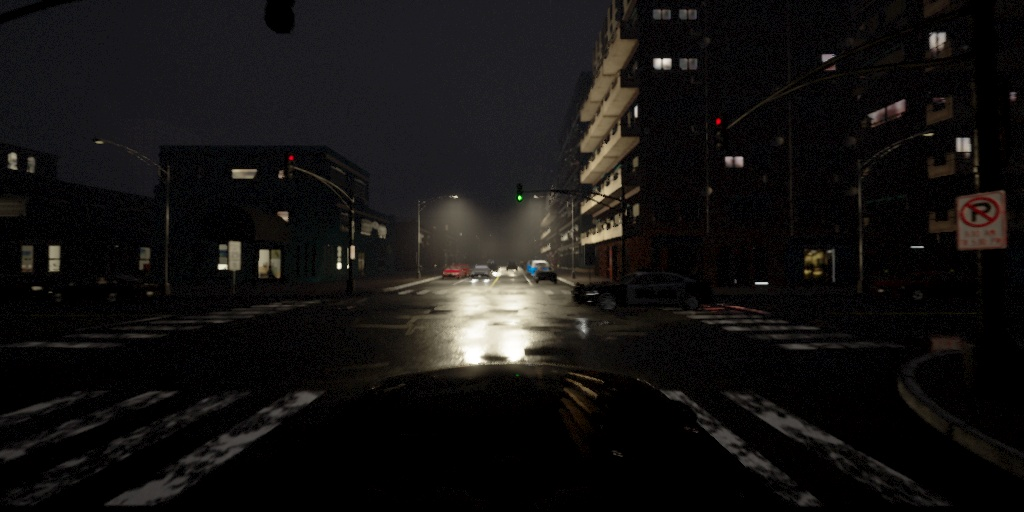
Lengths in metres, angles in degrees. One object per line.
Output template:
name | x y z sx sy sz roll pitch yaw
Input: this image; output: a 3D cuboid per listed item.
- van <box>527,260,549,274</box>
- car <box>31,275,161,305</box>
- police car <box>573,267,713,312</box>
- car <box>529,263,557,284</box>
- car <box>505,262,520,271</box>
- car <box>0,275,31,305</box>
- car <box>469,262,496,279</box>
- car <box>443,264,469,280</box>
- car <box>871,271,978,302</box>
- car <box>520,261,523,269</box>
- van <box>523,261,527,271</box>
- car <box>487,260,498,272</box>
van | 2.700 1.354 35.186 1.690 1.789 3.998 0 0 0
car | -19.710 1.578 17.398 4.403 1.370 2.007 0 0 1
police car | 5.114 1.276 14.248 5.238 1.638 1.930 0 -1 1
car | 2.699 1.522 29.607 2.007 1.370 4.403 0 0 0
car | 0.015 1.715 59.096 1.812 1.442 4.674 0 0 0
car | -25.191 1.619 17.475 4.313 1.339 1.948 0 0 1
car | -3.077 1.572 36.735 2.033 1.411 5.357 0 0 0
car | -5.681 1.595 35.153 1.802 1.307 4.207 0 0 0
car | 19.628 1.387 16.849 4.507 1.381 1.888 0 0 1
car | 2.706 1.704 57.679 1.751 1.417 4.829 0 0 0
van | 2.703 1.438 46.348 1.690 1.789 3.998 0 0 0
car | -3.049 1.710 52.978 1.994 1.385 4.181 0 0 0
